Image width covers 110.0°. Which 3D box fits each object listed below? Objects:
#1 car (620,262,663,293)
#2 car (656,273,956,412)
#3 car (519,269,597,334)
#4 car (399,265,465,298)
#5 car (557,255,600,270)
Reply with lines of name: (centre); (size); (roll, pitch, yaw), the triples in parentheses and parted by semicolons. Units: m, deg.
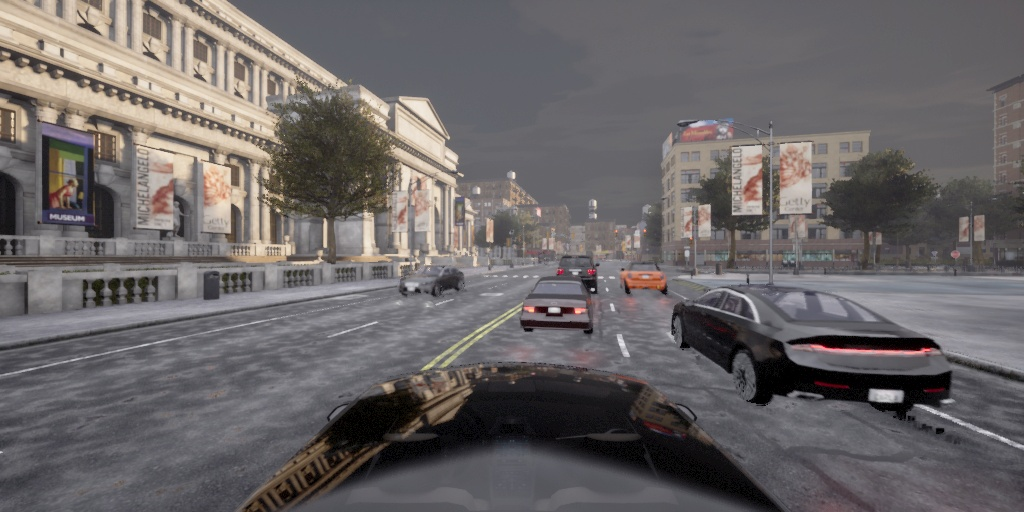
car: (7.396, 1.102, 20.535); (2.097, 1.767, 4.553); (0, 0, 13)
car: (4.258, 1.242, 6.147); (2.128, 1.511, 4.902); (0, 0, 8)
car: (1.473, 1.297, 10.734); (2.033, 1.411, 5.357); (0, 0, 11)
car: (-4.012, 1.243, 18.725); (2.128, 1.511, 4.902); (0, 0, 14)
car: (3.821, 0.971, 20.709); (2.150, 2.045, 5.566); (0, 0, 14)
